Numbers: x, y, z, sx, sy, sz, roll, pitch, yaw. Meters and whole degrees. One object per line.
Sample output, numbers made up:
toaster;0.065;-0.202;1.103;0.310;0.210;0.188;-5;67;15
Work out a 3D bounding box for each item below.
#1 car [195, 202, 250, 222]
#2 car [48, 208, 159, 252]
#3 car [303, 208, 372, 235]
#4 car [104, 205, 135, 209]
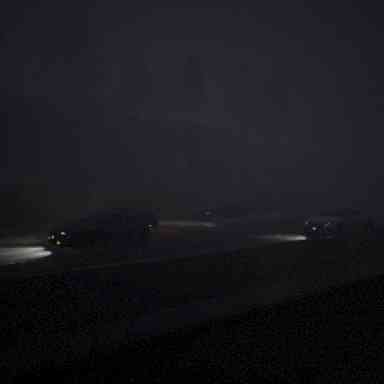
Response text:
car;2.512;1.566;27.252;5.008;1.535;1.882;0;0;-35
car;-3.809;1.589;14.172;4.181;1.385;1.994;0;0;-35
car;8.164;1.610;18.389;4.674;1.442;1.812;1;0;-35
car;-4.221;1.513;18.180;5.008;1.535;1.882;0;0;-35
